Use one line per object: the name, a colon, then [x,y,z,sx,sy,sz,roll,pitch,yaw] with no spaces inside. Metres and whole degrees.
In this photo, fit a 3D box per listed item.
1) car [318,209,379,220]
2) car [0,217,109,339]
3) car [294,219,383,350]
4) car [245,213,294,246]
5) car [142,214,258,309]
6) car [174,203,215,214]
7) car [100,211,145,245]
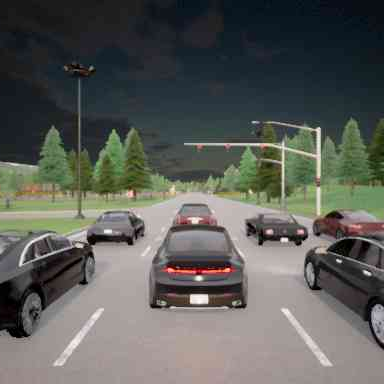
car: [7.132,1.518,15.327,1.812,1.442,4.674,0,0,0]
car: [-3.385,1.486,6.560,2.128,1.511,4.902,0,0,0]
car: [3.614,1.501,6.150,1.837,1.490,4.892,0,0,0]
car: [3.632,1.593,15.251,1.895,1.301,4.718,0,0,0]
car: [0.118,1.501,7.851,1.837,1.490,4.892,0,0,0]
car: [0.135,1.344,16.988,2.097,1.767,4.553,0,0,0]
car: [-3.367,1.556,15.363,1.994,1.385,4.181,0,0,0]
